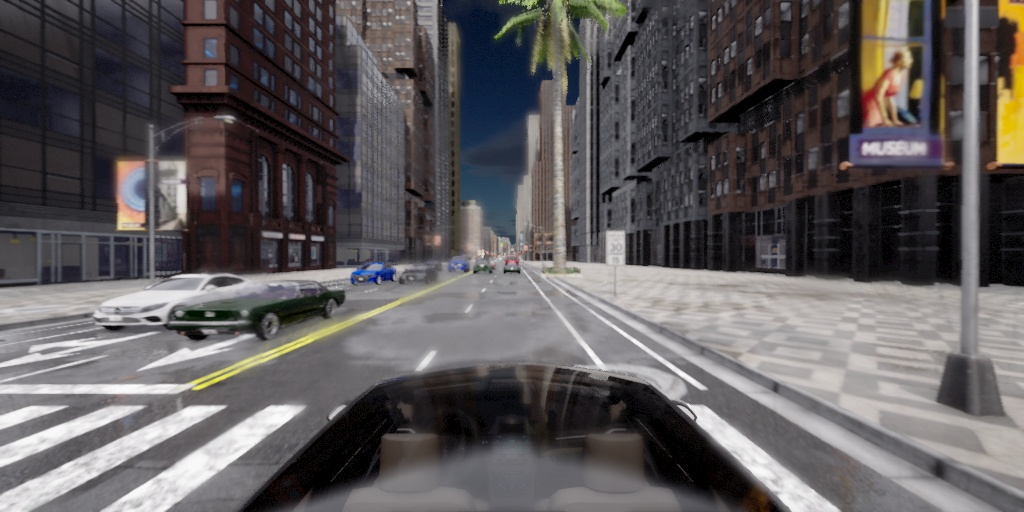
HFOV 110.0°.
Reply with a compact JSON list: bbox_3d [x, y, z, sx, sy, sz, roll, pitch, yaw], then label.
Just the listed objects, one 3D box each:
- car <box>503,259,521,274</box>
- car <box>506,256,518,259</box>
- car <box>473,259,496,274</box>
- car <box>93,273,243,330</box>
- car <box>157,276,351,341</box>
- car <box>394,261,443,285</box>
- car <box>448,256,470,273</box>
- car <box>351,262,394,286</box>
[{"bbox_3d":[-0.001,1.325,41.087,1.994,1.385,4.181,0,0,0],"label":"car"},{"bbox_3d":[0.002,1.000,51.402,2.150,2.045,5.566,0,0,0],"label":"car"},{"bbox_3d":[-3.251,1.113,41.057,2.097,1.767,4.553,0,0,0],"label":"car"},{"bbox_3d":[-9.852,1.273,11.208,1.812,1.442,4.674,0,0,-1],"label":"car"},{"bbox_3d":[-6.597,1.348,10.036,1.895,1.301,4.718,0,0,0],"label":"car"},{"bbox_3d":[-6.579,1.311,25.669,1.994,1.385,4.181,0,0,1],"label":"car"},{"bbox_3d":[-6.510,0.993,44.669,2.150,2.045,5.566,0,0,0],"label":"car"},{"bbox_3d":[-9.839,1.225,25.842,1.882,1.535,5.008,0,0,0],"label":"car"}]
